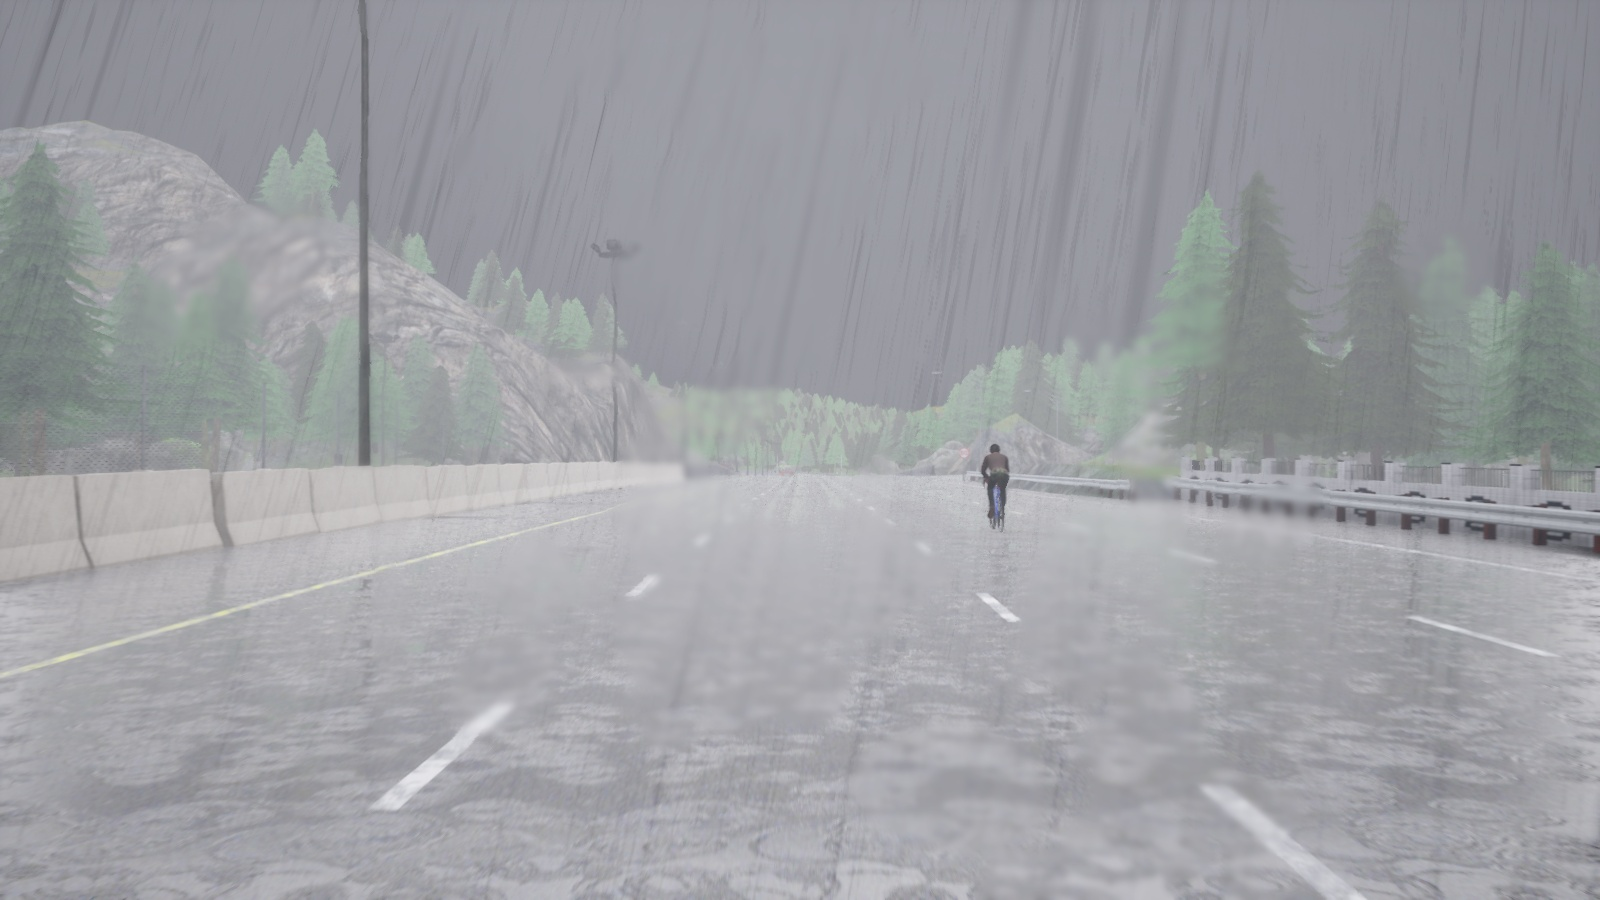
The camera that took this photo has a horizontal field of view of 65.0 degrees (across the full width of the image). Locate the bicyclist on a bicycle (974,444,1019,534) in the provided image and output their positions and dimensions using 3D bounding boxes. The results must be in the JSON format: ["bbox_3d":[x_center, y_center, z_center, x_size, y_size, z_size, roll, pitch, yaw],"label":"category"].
[{"bbox_3d":[3.648,0.719,23.422,0.582,1.620,1.656,0,-1,0],"label":"bicyclist on a bicycle"}]
